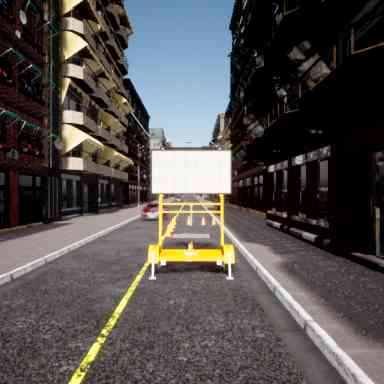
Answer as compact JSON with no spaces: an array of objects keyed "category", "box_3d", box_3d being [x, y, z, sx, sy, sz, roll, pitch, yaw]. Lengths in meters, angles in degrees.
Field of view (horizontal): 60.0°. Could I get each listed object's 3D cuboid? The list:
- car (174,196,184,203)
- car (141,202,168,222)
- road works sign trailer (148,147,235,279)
[{"category":"car","box_3d":[-2.909,1.594,73.569,1.812,1.442,4.674,0,0,0]},{"category":"car","box_3d":[-2.908,1.536,26.590,1.812,1.442,4.674,0,0,0]},{"category":"road works sign trailer","box_3d":[-0.021,0.467,9.993,2.380,3.560,2.880,0,0,0]}]
